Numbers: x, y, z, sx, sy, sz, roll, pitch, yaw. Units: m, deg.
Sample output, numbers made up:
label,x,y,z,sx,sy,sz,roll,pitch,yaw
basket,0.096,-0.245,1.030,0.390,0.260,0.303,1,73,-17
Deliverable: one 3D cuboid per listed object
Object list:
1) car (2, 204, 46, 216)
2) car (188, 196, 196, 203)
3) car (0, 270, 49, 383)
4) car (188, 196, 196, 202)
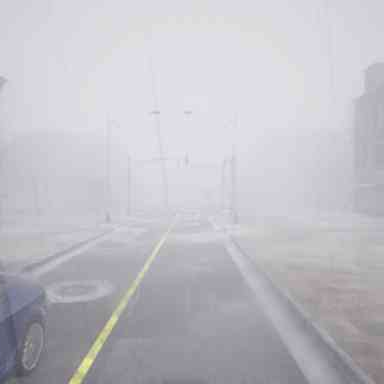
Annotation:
label,x,y,z,sx,sy,sz,roll,pitch,yaw
car,-20.376,2.188,41.079,4.403,1.369,2.008,-1,2,0
car,0.001,1.935,80.466,1.837,1.490,4.892,0,0,0
car,-2.851,1.522,2.821,1.812,1.442,4.674,0,0,0
car,0.002,1.963,93.385,2.033,1.411,5.357,0,0,0
